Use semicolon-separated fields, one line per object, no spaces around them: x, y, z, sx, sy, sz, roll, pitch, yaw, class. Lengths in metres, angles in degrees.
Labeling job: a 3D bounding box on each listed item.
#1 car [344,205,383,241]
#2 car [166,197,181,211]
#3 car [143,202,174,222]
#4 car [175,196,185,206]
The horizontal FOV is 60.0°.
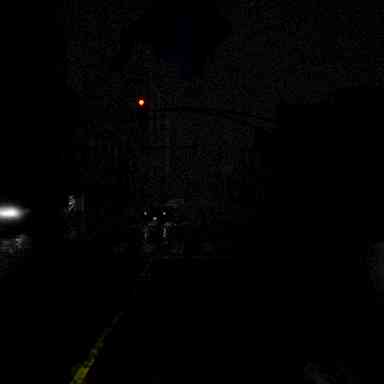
10.842;1.640;17.862;5.009;1.841;2.192;1;-1;0;car
-2.777;1.802;44.620;1.812;1.442;4.674;0;-1;0;car
-2.810;1.722;27.396;1.895;1.301;4.718;0;0;0;car
-2.646;1.809;66.916;2.150;2.045;5.566;0;-1;0;car
